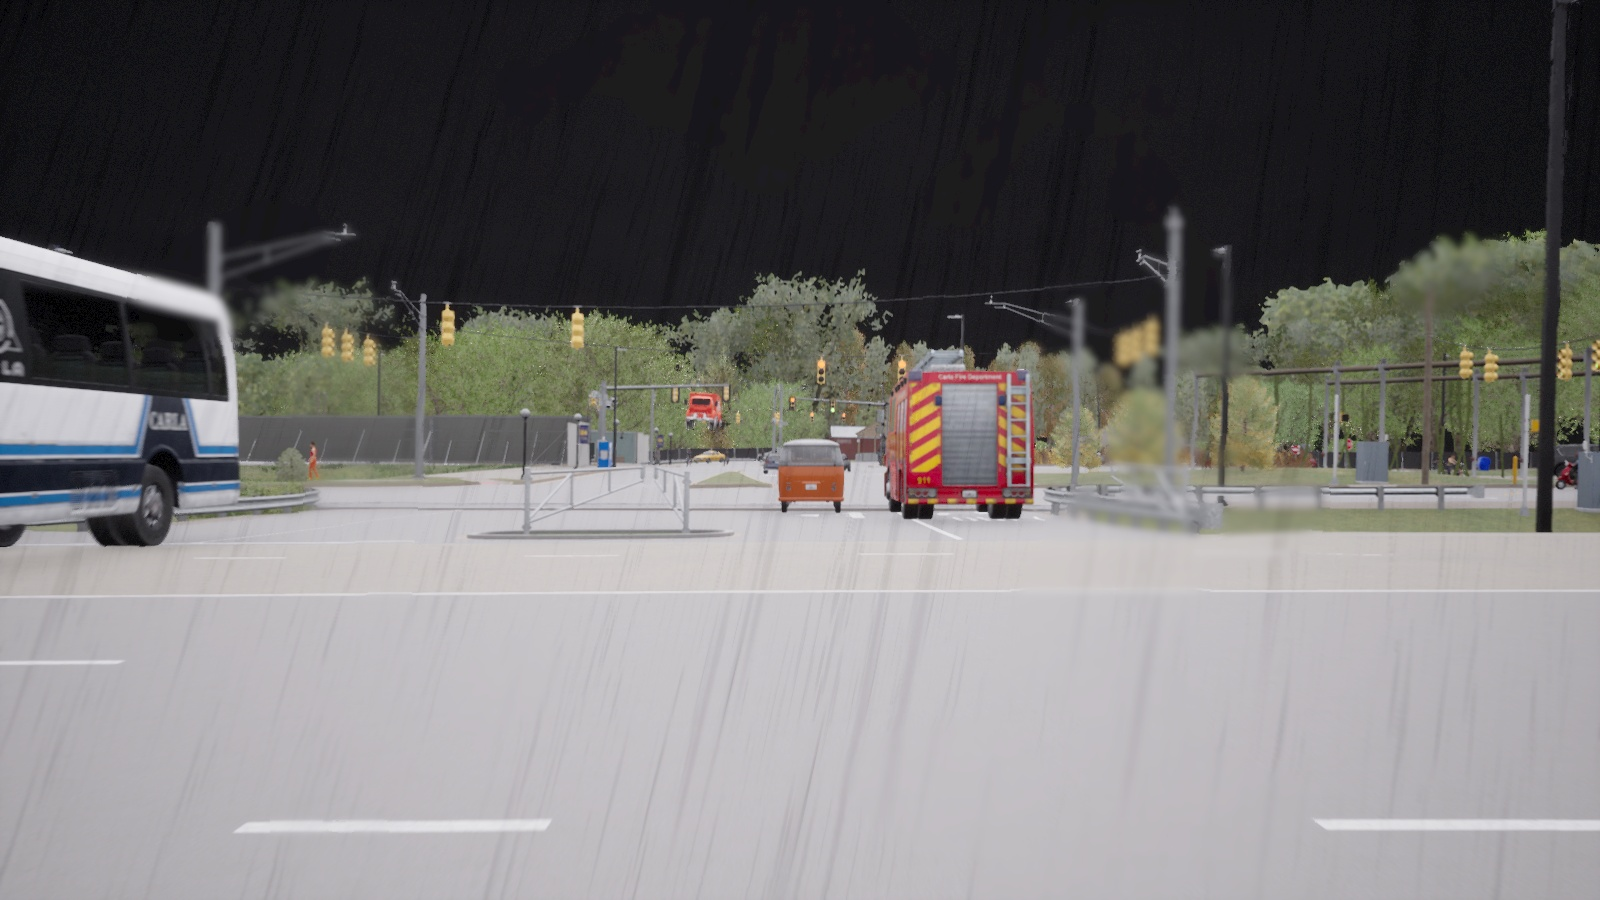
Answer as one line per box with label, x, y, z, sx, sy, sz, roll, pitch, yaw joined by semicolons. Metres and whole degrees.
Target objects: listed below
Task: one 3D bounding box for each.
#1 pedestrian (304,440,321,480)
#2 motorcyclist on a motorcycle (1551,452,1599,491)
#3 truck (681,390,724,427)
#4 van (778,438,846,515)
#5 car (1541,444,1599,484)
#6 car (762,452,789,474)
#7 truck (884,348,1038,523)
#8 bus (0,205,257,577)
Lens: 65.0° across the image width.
pedestrian;-22.457;0.457;57.839;0.594;1.836;0.345;1;1;-1
motorcyclist on a motorcycle;32.327;0.899;52.108;1.817;1.590;0.866;0;1;0
truck;-7.428;-3.131;96.008;2.627;2.467;5.204;3;0;1
van;0.329;0.676;35.006;1.775;1.987;4.442;0;1;1
car;41.874;0.753;65.239;2.150;2.045;5.566;1;-1;-24
car;-1.807;0.975;92.188;1.789;1.549;3.705;1;-1;-4
truck;3.816;-0.253;31.776;2.891;3.827;8.468;0;-1;1
bus;-11.153;-0.663;16.196;3.944;4.253;10.273;-1;0;-1
